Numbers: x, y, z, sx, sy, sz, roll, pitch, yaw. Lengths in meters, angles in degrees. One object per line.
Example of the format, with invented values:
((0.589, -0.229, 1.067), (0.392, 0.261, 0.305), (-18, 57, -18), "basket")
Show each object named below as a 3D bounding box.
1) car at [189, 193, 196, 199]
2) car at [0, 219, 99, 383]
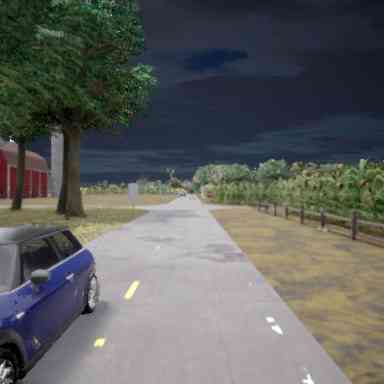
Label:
((0.024, 1.297, 91.151), (1.895, 1.301, 4.718), (0, 0, 0), "car")
((-2.847, 1.348, 4.527), (2.097, 1.767, 4.553), (0, 0, 0), "car")
